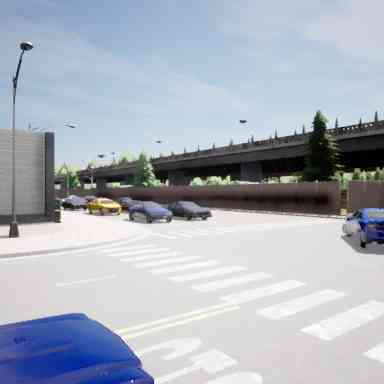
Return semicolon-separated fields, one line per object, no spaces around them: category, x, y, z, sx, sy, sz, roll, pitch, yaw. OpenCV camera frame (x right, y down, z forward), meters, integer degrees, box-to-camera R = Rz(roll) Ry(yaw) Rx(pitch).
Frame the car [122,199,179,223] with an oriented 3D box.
car;-3.231;1.470;24.996;1.812;1.442;4.674;0;0;-36

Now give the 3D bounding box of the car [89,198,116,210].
car;-11.454;1.470;42.542;1.812;1.442;4.674;0;0;-36

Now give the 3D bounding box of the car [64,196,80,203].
car;-23.772;1.469;65.932;1.812;1.442;4.674;0;0;-36

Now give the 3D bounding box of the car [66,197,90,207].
car;-17.486;1.492;50.986;2.033;1.411;5.357;0;0;-35

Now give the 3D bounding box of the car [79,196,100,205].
car;-17.845;1.422;57.813;1.882;1.535;5.008;0;0;-36

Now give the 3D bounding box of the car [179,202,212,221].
car;-0.629;1.492;27.367;2.033;1.411;5.357;0;0;-36

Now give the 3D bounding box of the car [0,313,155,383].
car;-2.530;1.600;1.971;4.718;1.301;1.895;0;0;-36

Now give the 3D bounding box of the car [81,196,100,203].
car;-20.746;1.488;67.792;2.033;1.411;5.357;0;0;-36

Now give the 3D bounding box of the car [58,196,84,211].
car;-14.294;1.492;40.480;2.033;1.411;5.357;0;0;-35

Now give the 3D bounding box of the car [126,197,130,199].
car;-6.199;1.545;35.169;1.895;1.301;4.718;0;0;-36

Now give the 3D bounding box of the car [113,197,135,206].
car;-11.140;1.508;54.452;1.994;1.385;4.181;0;0;-36

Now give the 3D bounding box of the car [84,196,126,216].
car;-8.597;1.422;32.501;1.882;1.535;5.008;0;0;-36

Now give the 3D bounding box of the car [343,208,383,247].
car;8.077;1.458;14.700;1.882;1.535;5.008;0;0;15
